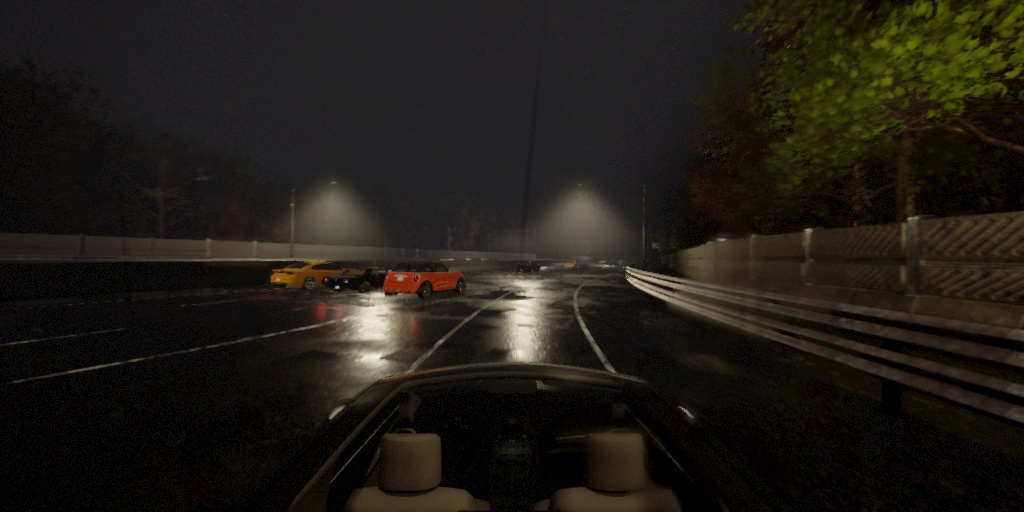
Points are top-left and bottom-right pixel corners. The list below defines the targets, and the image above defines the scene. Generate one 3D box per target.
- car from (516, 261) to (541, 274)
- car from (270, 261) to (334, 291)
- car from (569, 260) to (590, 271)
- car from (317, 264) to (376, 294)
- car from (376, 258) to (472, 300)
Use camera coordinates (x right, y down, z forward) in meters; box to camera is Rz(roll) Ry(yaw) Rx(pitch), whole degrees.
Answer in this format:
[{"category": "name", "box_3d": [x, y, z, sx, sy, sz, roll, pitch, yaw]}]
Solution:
[{"category": "car", "box_3d": [1.946, 1.341, 42.308, 1.837, 1.490, 4.892, 1, 0, 22]}, {"category": "car", "box_3d": [-10.687, 1.037, 20.063, 1.882, 1.535, 5.008, 1, 0, 22]}, {"category": "car", "box_3d": [10.416, 1.571, 54.041, 1.994, 1.385, 4.181, 1, 0, 22]}, {"category": "car", "box_3d": [-7.389, 1.207, 18.900, 1.895, 1.301, 4.718, 1, 0, 22]}, {"category": "car", "box_3d": [-4.099, 1.027, 17.642, 2.097, 1.767, 4.553, 1, 0, 22]}]
